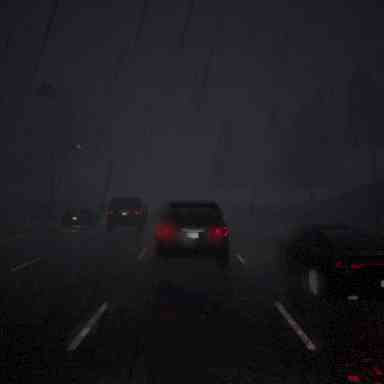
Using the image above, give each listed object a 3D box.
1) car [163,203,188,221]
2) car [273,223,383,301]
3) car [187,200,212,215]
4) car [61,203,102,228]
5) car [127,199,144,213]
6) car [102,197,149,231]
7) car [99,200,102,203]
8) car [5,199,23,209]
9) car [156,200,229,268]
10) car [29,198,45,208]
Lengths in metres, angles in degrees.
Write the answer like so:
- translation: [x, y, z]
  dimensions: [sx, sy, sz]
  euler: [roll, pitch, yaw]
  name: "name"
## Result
- translation: [-1.603, 1.756, 30.397]
  dimensions: [1.895, 1.301, 4.718]
  euler: [0, 0, -8]
  name: "car"
- translation: [3.509, 1.515, 8.519]
  dimensions: [1.882, 1.535, 5.008]
  euler: [0, 0, -1]
  name: "car"
- translation: [0.765, 1.694, 37.741]
  dimensions: [1.837, 1.490, 4.892]
  euler: [0, 0, -10]
  name: "car"
- translation: [-7.833, 1.695, 23.608]
  dimensions: [1.994, 1.385, 4.181]
  euler: [0, 0, -6]
  name: "car"
- translation: [-7.185, 1.699, 42.130]
  dimensions: [1.882, 1.535, 5.008]
  euler: [0, 0, -12]
  name: "car"
- translation: [-4.075, 1.337, 21.524]
  dimensions: [2.150, 2.045, 5.566]
  euler: [0, 0, -5]
  name: "car"
- translation: [-10.774, 1.705, 42.133]
  dimensions: [1.882, 1.535, 5.008]
  euler: [0, 0, -12]
  name: "car"
- translation: [-28.333, 1.857, 53.110]
  dimensions: [2.033, 1.411, 5.357]
  euler: [0, 0, -17]
  name: "car"
- translation: [-0.042, 1.281, 11.689]
  dimensions: [2.150, 2.045, 5.566]
  euler: [0, 0, -2]
  name: "car"
- translation: [-24.886, 1.809, 53.653]
  dimensions: [1.837, 1.490, 4.892]
  euler: [0, 0, -17]
  name: "car"
